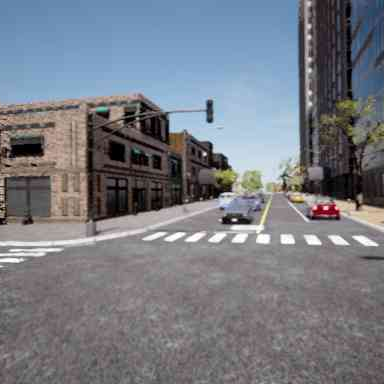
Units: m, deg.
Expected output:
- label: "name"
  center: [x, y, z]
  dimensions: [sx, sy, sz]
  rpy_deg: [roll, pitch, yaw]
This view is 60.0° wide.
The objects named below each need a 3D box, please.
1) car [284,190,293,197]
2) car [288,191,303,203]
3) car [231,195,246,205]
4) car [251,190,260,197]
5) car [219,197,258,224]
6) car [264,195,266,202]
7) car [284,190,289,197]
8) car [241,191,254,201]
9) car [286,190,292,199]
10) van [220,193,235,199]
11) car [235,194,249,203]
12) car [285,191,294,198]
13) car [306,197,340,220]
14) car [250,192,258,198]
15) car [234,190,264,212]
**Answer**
- label: "car"
  center: [24.186, 0.347, 83.492]
  dimensions: [2.192, 1.841, 5.009]
  rpy_deg: [0, 1, 14]
- label: "car"
  center: [16.235, 0.908, 51.428]
  dimensions: [1.752, 1.417, 4.829]
  rpy_deg: [0, 1, 14]
- label: "car"
  center: [6.732, 1.133, 47.922]
  dimensions: [1.802, 1.307, 4.206]
  rpy_deg: [0, 1, 14]
- label: "car"
  center: [17.388, 0.395, 90.891]
  dimensions: [2.192, 1.841, 5.009]
  rpy_deg: [0, 1, 14]
- label: "car"
  center: [3.273, 1.328, 23.270]
  dimensions: [2.033, 1.411, 5.357]
  rpy_deg: [-1, 0, 14]
- label: "car"
  center: [11.245, 0.939, 55.049]
  dimensions: [1.837, 1.490, 4.892]
  rpy_deg: [-1, 0, 14]
- label: "car"
  center: [20.190, 0.753, 67.378]
  dimensions: [1.887, 1.381, 4.507]
  rpy_deg: [0, 1, 14]
- label: "car"
  center: [10.728, 0.689, 64.033]
  dimensions: [2.192, 1.841, 5.009]
  rpy_deg: [0, 1, 14]
- label: "car"
  center: [17.567, 0.850, 56.799]
  dimensions: [1.752, 1.417, 4.829]
  rpy_deg: [0, 1, 14]
- label: "van"
  center: [4.068, 1.009, 37.176]
  dimensions: [1.690, 1.788, 3.998]
  rpy_deg: [0, 1, 14]
- label: "car"
  center: [8.064, 1.058, 53.293]
  dimensions: [1.947, 1.339, 4.313]
  rpy_deg: [0, 1, 14]
- label: "car"
  center: [22.895, 0.615, 78.287]
  dimensions: [1.752, 1.417, 4.829]
  rpy_deg: [0, 1, 14]
- label: "car"
  center: [9.533, 1.119, 24.402]
  dimensions: [1.967, 1.590, 4.097]
  rpy_deg: [0, 1, 14]
- label: "car"
  center: [16.015, 0.666, 85.357]
  dimensions: [1.752, 1.417, 4.829]
  rpy_deg: [0, 1, 14]
- label: "car"
  center: [5.883, 1.019, 33.773]
  dimensions: [2.097, 1.767, 4.553]
  rpy_deg: [-1, 0, 14]
